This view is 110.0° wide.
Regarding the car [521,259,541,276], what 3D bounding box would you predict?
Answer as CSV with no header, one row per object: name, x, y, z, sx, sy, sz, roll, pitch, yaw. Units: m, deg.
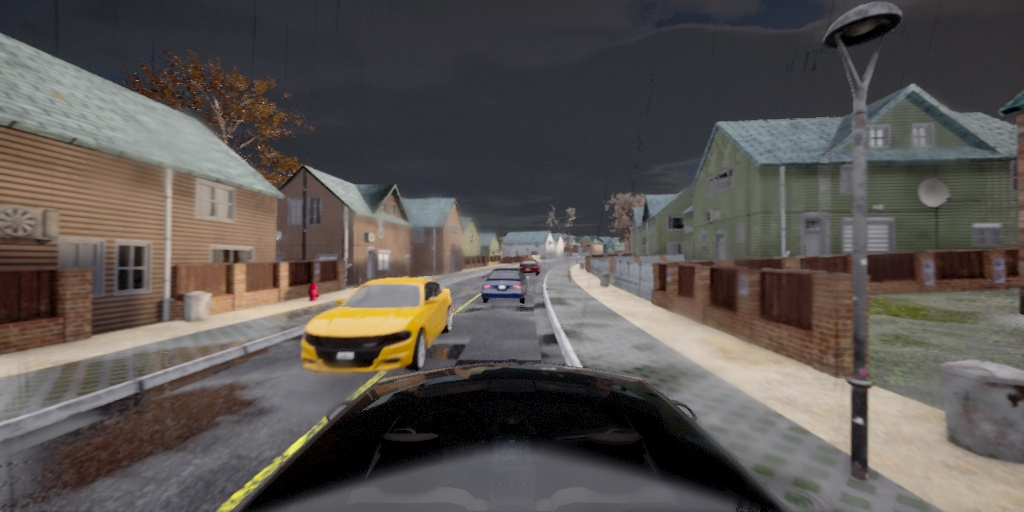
car,1.816,1.085,35.527,1.882,1.535,5.008,0,0,8

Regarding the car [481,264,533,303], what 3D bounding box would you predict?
car,-0.228,1.264,16.534,2.033,1.411,5.357,0,0,4

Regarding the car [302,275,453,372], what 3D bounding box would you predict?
car,-2.514,1.218,7.834,1.882,1.535,5.008,0,0,-1
